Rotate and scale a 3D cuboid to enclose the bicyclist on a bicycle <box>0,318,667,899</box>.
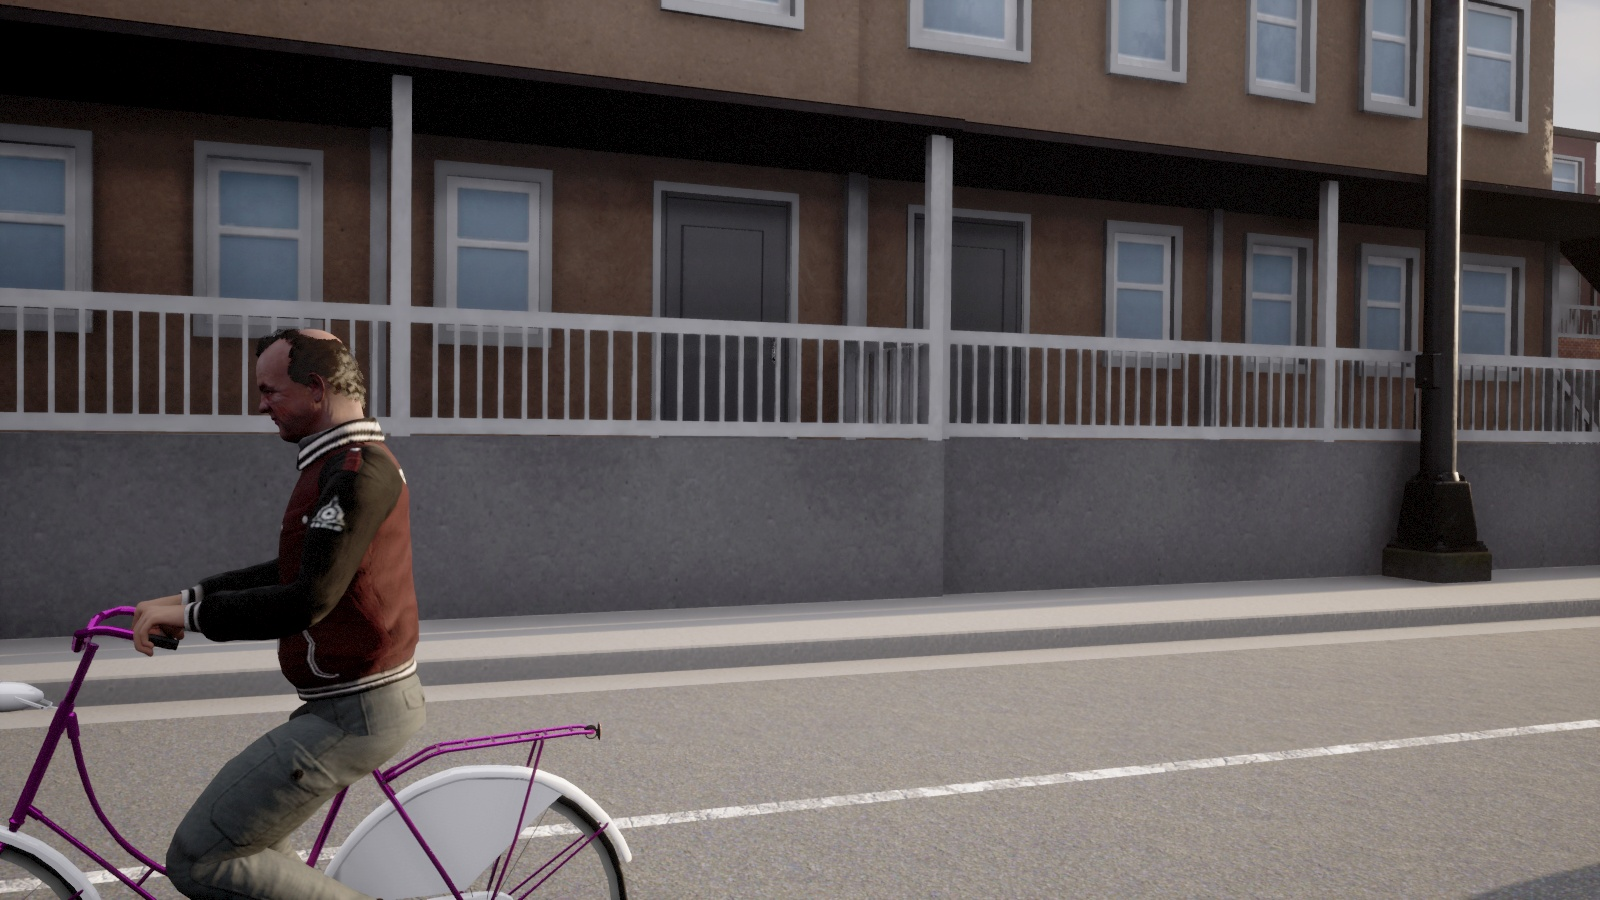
[{"bbox_3d":[-1.275,0.638,2.753,1.843,1.776,0.659,-1,1,-21],"label":"bicyclist on a bicycle"}]
